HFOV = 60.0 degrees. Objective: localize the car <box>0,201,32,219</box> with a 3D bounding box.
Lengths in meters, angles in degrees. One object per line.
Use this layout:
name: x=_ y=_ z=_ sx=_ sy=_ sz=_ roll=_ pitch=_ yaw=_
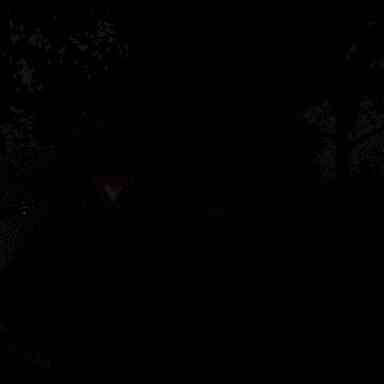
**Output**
car: x=-15.698 y=1.484 z=28.553 sx=4.902 sy=1.511 sz=2.128 roll=0 pitch=0 yaw=35
